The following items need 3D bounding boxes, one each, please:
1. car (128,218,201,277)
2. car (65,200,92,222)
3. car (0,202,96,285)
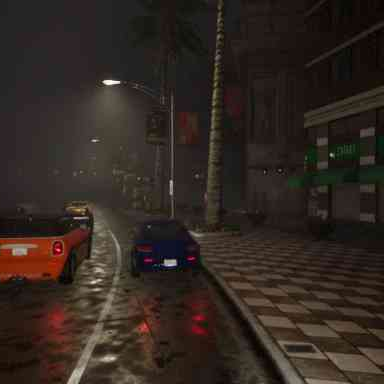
[{"bbox_3d":[-0.947,1.524,10.194,1.812,1.442,4.674,0,0,-11],"label":"car"},{"bbox_3d":[-9.281,1.469,27.444,1.882,1.535,5.008,0,0,-18],"label":"car"},{"bbox_3d":[-4.173,1.349,9.503,2.097,1.767,4.553,0,0,-9],"label":"car"}]
